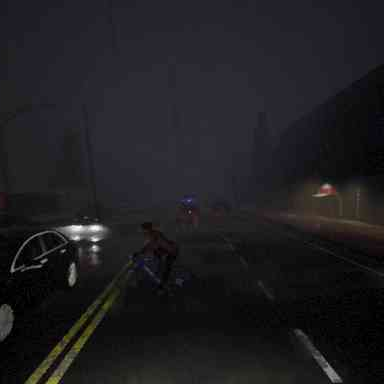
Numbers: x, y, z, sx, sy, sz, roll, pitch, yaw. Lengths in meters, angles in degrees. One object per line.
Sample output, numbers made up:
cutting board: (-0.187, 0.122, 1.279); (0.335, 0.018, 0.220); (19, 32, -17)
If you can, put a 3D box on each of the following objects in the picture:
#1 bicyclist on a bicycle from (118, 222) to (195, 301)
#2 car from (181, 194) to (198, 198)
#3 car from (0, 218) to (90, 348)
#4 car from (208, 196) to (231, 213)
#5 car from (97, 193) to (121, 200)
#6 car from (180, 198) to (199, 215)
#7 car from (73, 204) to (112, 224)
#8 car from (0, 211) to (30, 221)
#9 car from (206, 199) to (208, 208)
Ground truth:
bicyclist on a bicycle: (-0.768, 1.455, 7.023); (1.656, 1.620, 0.582); (-2, 0, -1)
car: (-0.347, 1.221, 44.446); (2.150, 2.045, 5.566); (0, 0, 0)
car: (-3.644, 1.504, 6.287); (1.837, 1.490, 4.892); (0, 0, -1)
car: (3.212, 1.478, 37.210); (1.882, 1.535, 5.008); (0, 0, 0)
car: (-22.376, 1.153, 89.538); (4.605, 1.855, 1.932); (0, 0, -1)
car: (-0.234, 1.601, 33.995); (1.895, 1.301, 4.718); (0, 0, -1)
car: (-7.242, 1.564, 24.588); (1.994, 1.385, 4.181); (0, 0, 0)
car: (-7.205, 1.478, 11.880); (1.882, 1.535, 5.008); (0, 0, -1)
car: (3.079, 1.352, 47.291); (2.097, 1.767, 4.553); (0, 0, 0)
